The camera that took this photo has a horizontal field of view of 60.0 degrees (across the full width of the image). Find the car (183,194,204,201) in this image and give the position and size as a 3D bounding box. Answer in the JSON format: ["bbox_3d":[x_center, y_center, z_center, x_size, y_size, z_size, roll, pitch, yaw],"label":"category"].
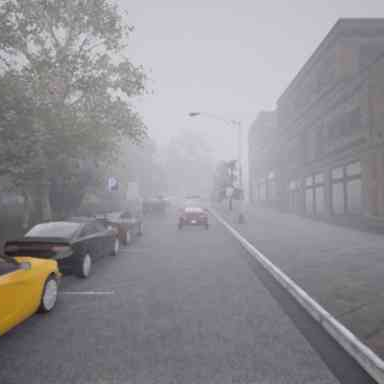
[{"bbox_3d":[0.090,1.229,42.171,2.150,2.045,5.566,0,0,0],"label":"car"}]

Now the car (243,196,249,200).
[{"bbox_3d":[14.463,1.789,89.889,5.008,1.535,2.097,1,-3,-40],"label":"car"}]

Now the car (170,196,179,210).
[{"bbox_3d":[-3.417,1.342,49.644,2.185,1.767,4.553,-1,1,2],"label":"car"}]

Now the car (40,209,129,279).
[{"bbox_3d":[-3.647,1.501,10.271,2.097,1.535,5.008,0,0,2],"label":"car"}]

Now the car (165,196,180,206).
[{"bbox_3d":[-3.177,1.445,55.347,2.097,1.535,5.008,0,0,2],"label":"car"}]

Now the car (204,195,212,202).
[{"bbox_3d":[3.389,1.533,76.897,2.231,1.521,4.892,-2,-1,29],"label":"car"}]

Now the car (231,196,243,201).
[{"bbox_3d":[10.354,1.690,86.093,2.231,1.521,4.892,-4,-3,42],"label":"car"}]

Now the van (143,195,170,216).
[{"bbox_3d":[-3.636,1.293,32.682,1.878,1.987,4.442,1,0,2],"label":"van"}]

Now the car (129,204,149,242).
[{"bbox_3d":[-3.652,1.543,15.878,2.163,1.488,4.792,0,0,2],"label":"car"}]

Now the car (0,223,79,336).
[{"bbox_3d":[-3.638,1.490,4.710,2.097,1.535,5.008,1,0,2],"label":"car"}]

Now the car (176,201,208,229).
[{"bbox_3d":[0.094,1.569,21.909,1.812,1.442,4.674,0,0,0],"label":"car"}]

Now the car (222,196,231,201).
[{"bbox_3d":[6.826,1.597,81.644,2.097,1.535,5.008,-3,-4,36],"label":"car"}]
